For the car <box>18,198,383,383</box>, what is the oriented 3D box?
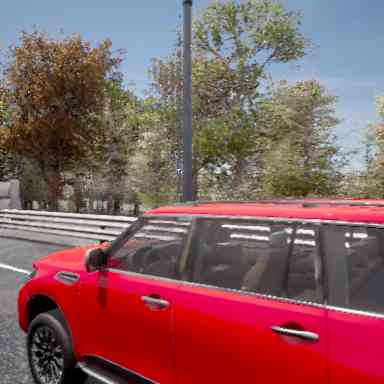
[{"bbox_3d":[0.420,1.081,3.435,5.566,2.045,2.150,0,0,38],"label":"car"}]
